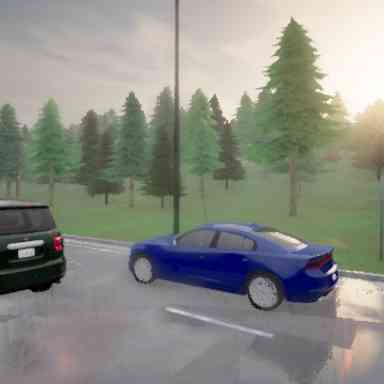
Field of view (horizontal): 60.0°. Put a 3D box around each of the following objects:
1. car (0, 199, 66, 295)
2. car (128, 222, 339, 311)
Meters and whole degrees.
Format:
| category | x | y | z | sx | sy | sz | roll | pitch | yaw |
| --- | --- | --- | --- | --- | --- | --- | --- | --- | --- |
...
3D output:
| category | x | y | z | sx | sy | sz | roll | pitch | yaw |
| --- | --- | --- | --- | --- | --- | --- | --- | --- | --- |
| car | -5.207 | 1.174 | 7.571 | 5.566 | 2.045 | 2.150 | 1 | 1 | 35 |
| car | 0.675 | 1.445 | 7.749 | 5.008 | 1.535 | 1.882 | 0 | 0 | 35 |
